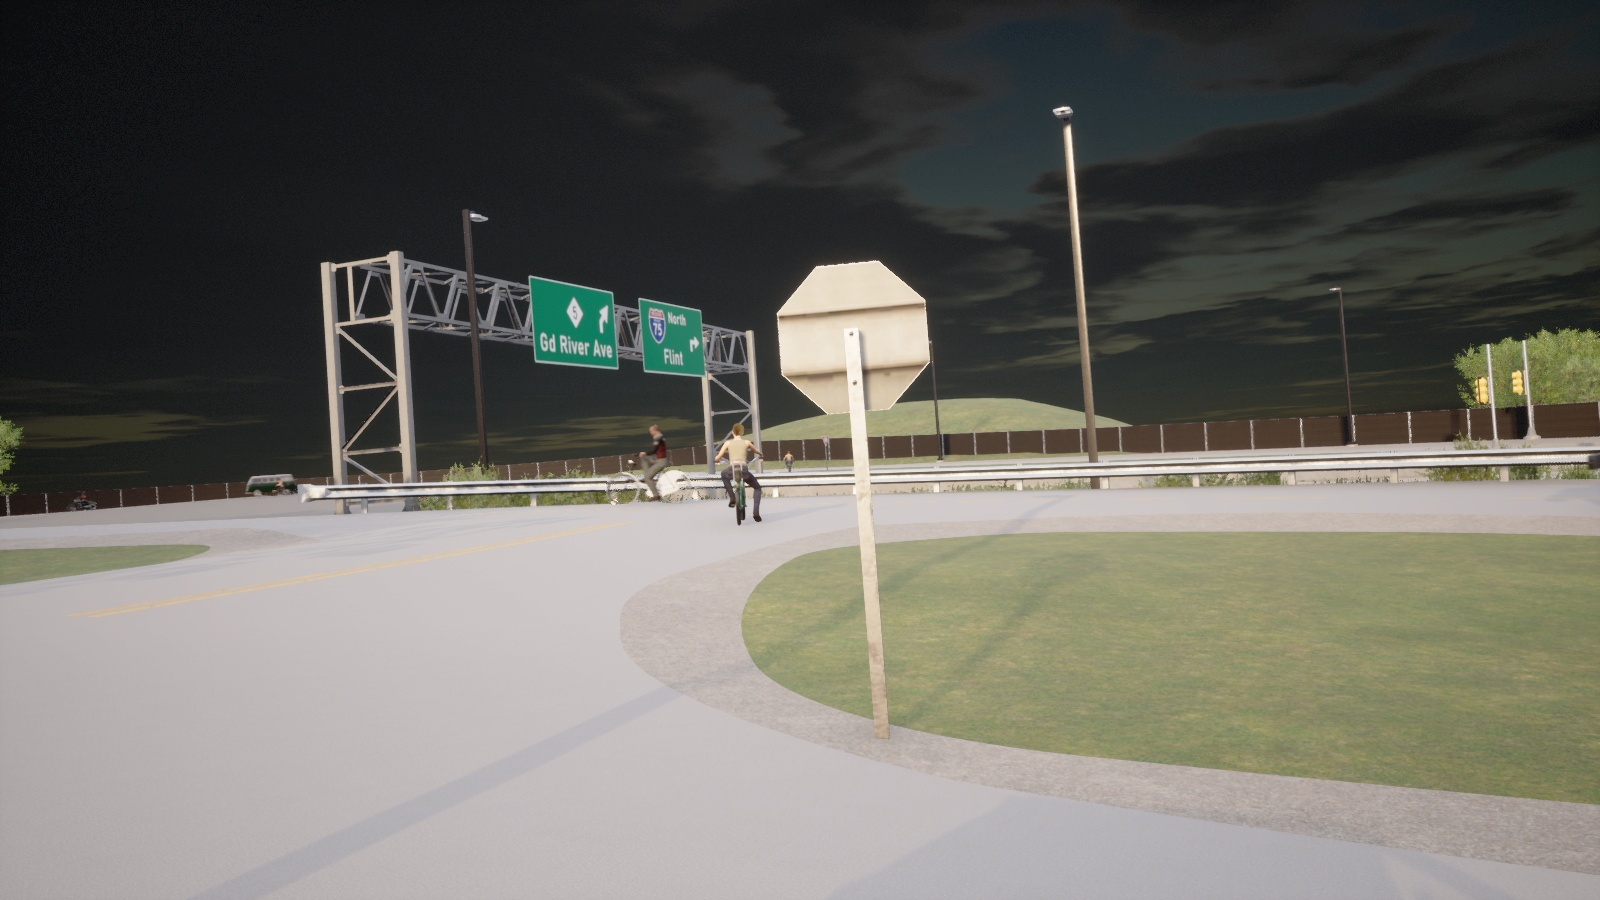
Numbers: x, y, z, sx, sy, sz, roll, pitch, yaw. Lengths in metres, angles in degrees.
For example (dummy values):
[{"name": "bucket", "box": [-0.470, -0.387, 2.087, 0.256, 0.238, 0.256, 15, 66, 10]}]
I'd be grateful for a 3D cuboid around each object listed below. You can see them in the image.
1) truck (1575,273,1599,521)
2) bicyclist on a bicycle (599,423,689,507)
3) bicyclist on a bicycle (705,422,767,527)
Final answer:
[{"name": "truck", "box": [14.880, -0.812, 16.117, 7.936, 3.462, 2.891, 0, 2, 43]}, {"name": "bicyclist on a bicycle", "box": [-3.420, 0.319, 27.576, 1.843, 1.776, 0.659, -1, 0, 2]}, {"name": "bicyclist on a bicycle", "box": [-1.015, 0.369, 20.289, 0.866, 1.612, 1.509, -1, 1, 0]}]
